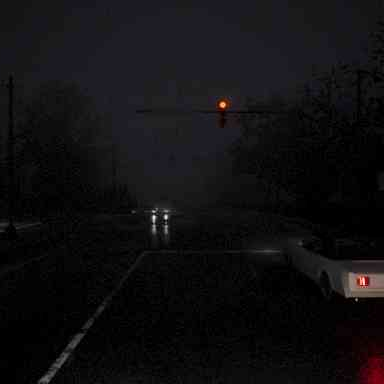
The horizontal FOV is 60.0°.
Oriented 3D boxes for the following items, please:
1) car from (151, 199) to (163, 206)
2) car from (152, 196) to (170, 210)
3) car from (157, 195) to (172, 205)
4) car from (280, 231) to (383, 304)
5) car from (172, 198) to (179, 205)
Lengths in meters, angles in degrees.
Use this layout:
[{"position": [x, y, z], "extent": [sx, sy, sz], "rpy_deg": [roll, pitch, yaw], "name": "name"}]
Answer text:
[{"position": [-7.159, 2.104, 67.951], "extent": [1.994, 1.385, 4.181], "rpy_deg": [0, -1, -12], "name": "car"}, {"position": [-4.102, 1.583, 43.509], "extent": [1.837, 1.490, 4.892], "rpy_deg": [0, -1, -3], "name": "car"}, {"position": [-4.903, 1.441, 53.593], "extent": [2.150, 2.045, 5.566], "rpy_deg": [0, 0, -6], "name": "car"}, {"position": [3.594, 1.601, 8.107], "extent": [1.895, 1.301, 4.718], "rpy_deg": [0, 0, 0], "name": "car"}, {"position": [-4.994, 2.126, 73.582], "extent": [1.882, 1.535, 5.008], "rpy_deg": [0, -1, -19], "name": "car"}]
